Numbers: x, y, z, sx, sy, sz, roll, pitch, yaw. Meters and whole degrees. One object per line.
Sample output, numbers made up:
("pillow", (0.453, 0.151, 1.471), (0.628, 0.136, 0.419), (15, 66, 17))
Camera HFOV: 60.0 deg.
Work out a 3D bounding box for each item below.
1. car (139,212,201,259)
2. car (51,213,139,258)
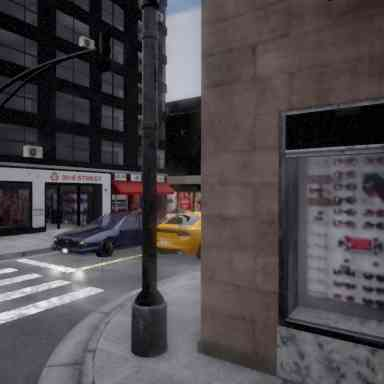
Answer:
("car", (0.461, 1.501, 12.875), (1.882, 1.535, 5.008), (0, 0, 33))
("car", (-2.734, 1.560, 13.210), (2.033, 1.411, 5.357), (0, 0, 33))
